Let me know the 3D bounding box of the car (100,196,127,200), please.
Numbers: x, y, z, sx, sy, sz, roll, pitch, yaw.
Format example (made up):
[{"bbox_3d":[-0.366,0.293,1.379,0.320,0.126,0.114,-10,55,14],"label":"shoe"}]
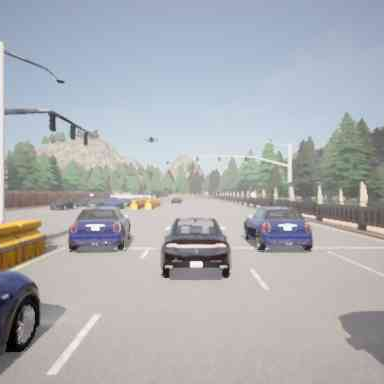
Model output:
[{"bbox_3d":[-10.555,1.654,45.160,1.882,1.535,5.008,0,0,0],"label":"car"}]

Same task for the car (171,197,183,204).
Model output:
[{"bbox_3d":[-3.449,1.836,72.487,1.994,1.385,4.181,0,0,0],"label":"car"}]

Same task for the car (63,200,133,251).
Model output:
[{"bbox_3d":[-3.899,1.409,14.619,2.097,1.767,4.553,0,0,-7],"label":"car"}]

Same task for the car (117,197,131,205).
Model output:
[{"bbox_3d":[-13.953,1.818,68.027,1.994,1.385,4.181,0,0,0],"label":"car"}]

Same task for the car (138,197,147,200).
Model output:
[{"bbox_3d":[-10.464,1.740,63.589,2.128,1.511,4.902,0,0,0],"label":"car"}]

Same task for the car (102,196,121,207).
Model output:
[{"bbox_3d":[-14.012,1.579,58.008,2.097,1.767,4.553,0,0,0],"label":"car"}]

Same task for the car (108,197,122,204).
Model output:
[{"bbox_3d":[-17.447,1.835,75.596,2.033,1.411,5.357,0,0,0],"label":"car"}]

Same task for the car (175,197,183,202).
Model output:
[{"bbox_3d":[-3.438,1.939,88.008,1.895,1.301,4.718,0,0,0],"label":"car"}]

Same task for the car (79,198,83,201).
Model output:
[{"bbox_3d":[-17.530,1.719,54.678,1.837,1.490,4.892,0,0,0],"label":"car"}]

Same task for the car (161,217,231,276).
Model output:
[{"bbox_3d":[0.106,1.534,10.433,2.128,1.511,4.902,0,0,0],"label":"car"}]

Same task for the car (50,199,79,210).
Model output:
[{"bbox_3d":[-17.574,1.682,45.264,1.837,1.490,4.892,0,0,1],"label":"car"}]

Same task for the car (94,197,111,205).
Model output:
[{"bbox_3d":[-17.455,1.748,65.105,2.128,1.511,4.902,0,0,0],"label":"car"}]

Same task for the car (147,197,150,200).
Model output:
[{"bbox_3d":[-10.448,1.813,73.924,1.812,1.442,4.674,0,0,0],"label":"car"}]

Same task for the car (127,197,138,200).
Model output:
[{"bbox_3d":[-10.539,1.738,54.226,1.812,1.442,4.674,0,0,0],"label":"car"}]

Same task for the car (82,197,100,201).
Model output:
[{"bbox_3d":[-14.038,1.717,48.864,1.812,1.442,4.674,0,0,1],"label":"car"}]

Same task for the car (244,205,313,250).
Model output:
[{"bbox_3d":[3.608,1.409,14.663,2.097,1.767,4.553,0,0,0],"label":"car"}]

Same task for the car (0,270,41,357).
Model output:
[{"bbox_3d":[-3.396,1.365,3.341,2.097,1.767,4.553,0,0,0],"label":"car"}]
